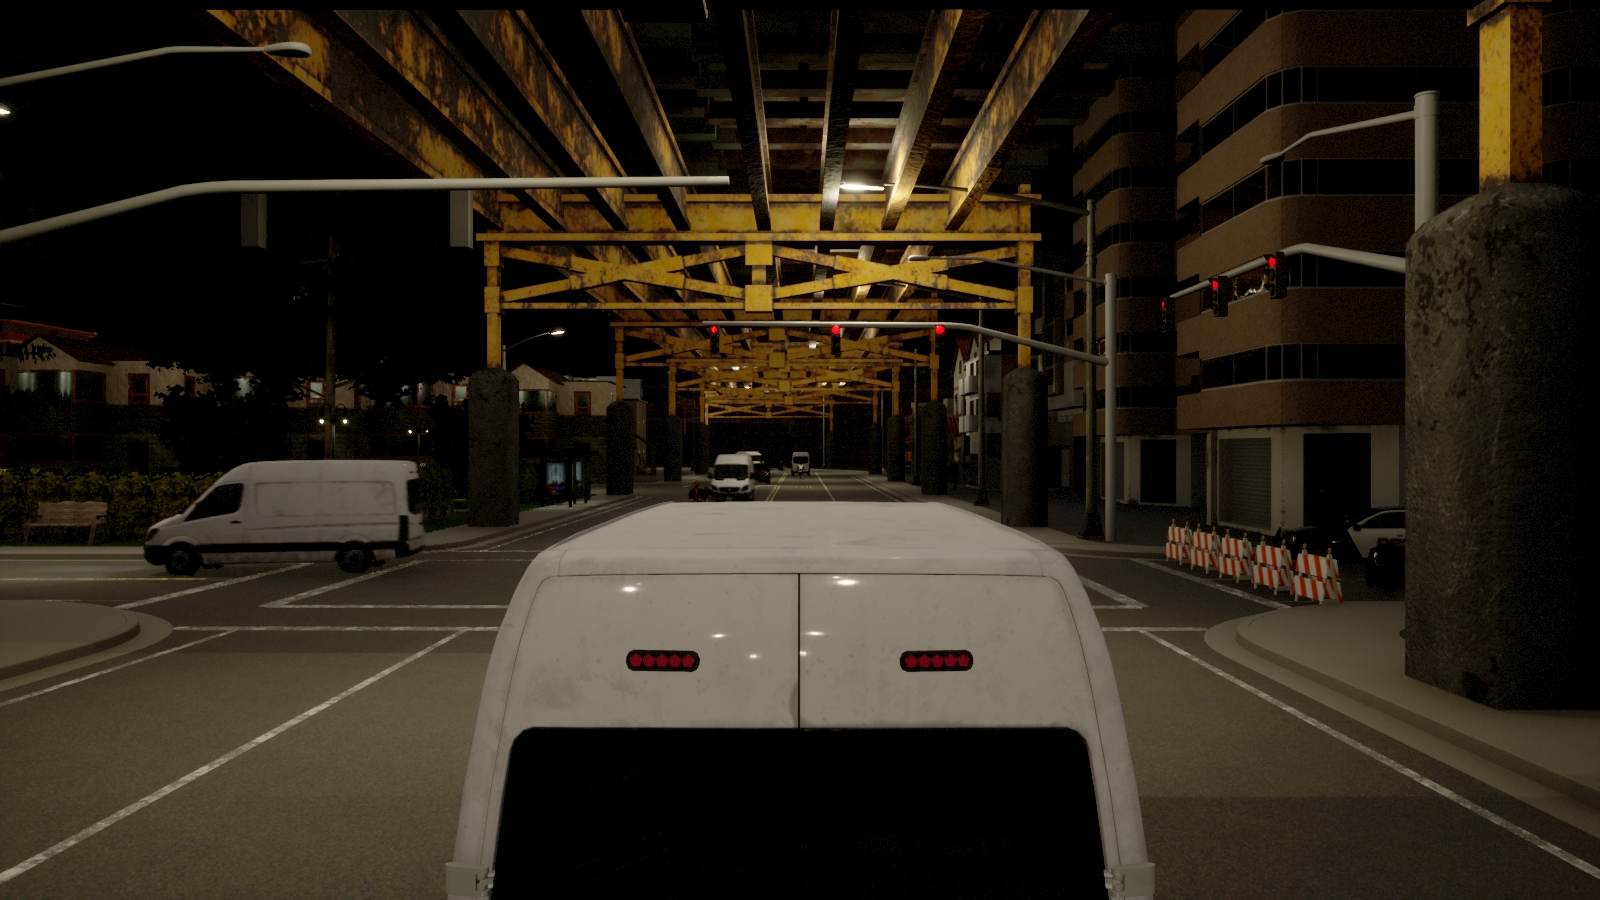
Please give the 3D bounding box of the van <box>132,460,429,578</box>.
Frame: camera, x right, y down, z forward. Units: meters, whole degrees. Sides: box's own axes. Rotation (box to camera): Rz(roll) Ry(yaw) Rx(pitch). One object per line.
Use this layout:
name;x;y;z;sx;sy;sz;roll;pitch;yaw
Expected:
van;-11.827;1.523;26.397;5.915;2.561;1.988;0;0;-7

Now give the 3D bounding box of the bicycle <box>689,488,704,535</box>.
bicycle;-3.464;2.031;38.221;0.329;1.496;1.835;0;0;0

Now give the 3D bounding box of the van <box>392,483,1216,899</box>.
van;0.015;1.531;5.717;1.988;2.561;5.915;0;0;0
